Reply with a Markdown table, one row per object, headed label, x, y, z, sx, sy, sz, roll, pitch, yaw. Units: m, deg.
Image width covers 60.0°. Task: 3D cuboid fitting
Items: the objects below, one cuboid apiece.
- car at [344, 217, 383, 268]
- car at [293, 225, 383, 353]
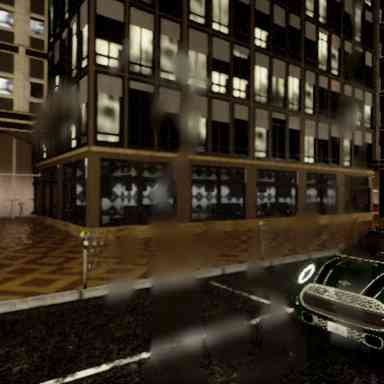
| label | x | y | z | sx | sy | sz | roll | pitch | yaw |
| --- | --- | --- | --- | --- | --- | --- | --- | --- | --- |
| car | 7.676 | 1.666 | 12.036 | 4.829 | 1.417 | 1.752 | 1 | -1 | -35 |
| car | 3.960 | 1.423 | 6.144 | 4.553 | 1.767 | 2.097 | 1 | 0 | -35 |
